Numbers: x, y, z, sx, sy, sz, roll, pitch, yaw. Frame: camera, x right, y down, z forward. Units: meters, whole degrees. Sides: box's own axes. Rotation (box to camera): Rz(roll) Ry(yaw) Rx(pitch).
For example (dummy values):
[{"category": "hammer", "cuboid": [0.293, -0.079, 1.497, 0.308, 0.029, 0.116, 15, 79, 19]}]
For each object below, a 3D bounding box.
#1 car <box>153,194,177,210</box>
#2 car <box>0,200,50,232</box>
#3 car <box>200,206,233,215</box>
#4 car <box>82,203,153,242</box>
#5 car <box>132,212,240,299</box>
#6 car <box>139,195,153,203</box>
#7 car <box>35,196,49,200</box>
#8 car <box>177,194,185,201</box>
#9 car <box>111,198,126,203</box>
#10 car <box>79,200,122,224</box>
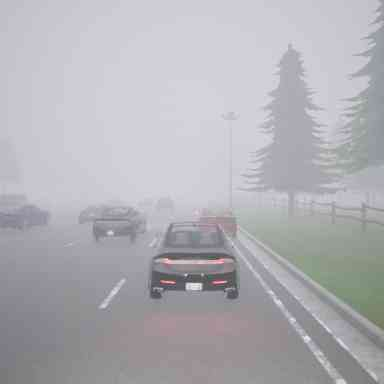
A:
[{"category": "car", "cuboid": [-3.375, 1.352, 42.345, 2.097, 1.767, 4.553, 0, 0, 0]}, {"category": "car", "cuboid": [-10.388, 1.477, 20.258, 1.882, 1.535, 5.008, 0, 0, 0]}, {"category": "car", "cuboid": [1.235, 1.478, 17.760, 1.882, 1.535, 5.008, 0, 0, 0]}, {"category": "car", "cuboid": [-3.391, 1.491, 16.274, 2.128, 1.511, 4.902, 0, 0, 0]}, {"category": "car", "cuboid": [0.057, 1.492, 8.419, 2.128, 1.511, 4.902, 0, 0, 0]}, {"category": "car", "cuboid": [-6.871, 1.547, 50.683, 2.033, 1.411, 5.357, 0, 0, 0]}, {"category": "car", "cuboid": [-35.695, 1.595, 78.856, 1.895, 1.301, 4.718, 0, 0, -42]}, {"category": "car", "cuboid": [-3.450, 1.355, 85.968, 2.097, 1.767, 4.553, 0, 0, 0]}, {"category": "car", "cuboid": [-10.373, 1.564, 45.776, 1.994, 1.385, 4.181, 0, 0, 0]}, {"category": "car", "cuboid": [-6.886, 1.564, 24.767, 1.994, 1.385, 4.181, 0, 0, 0]}]
